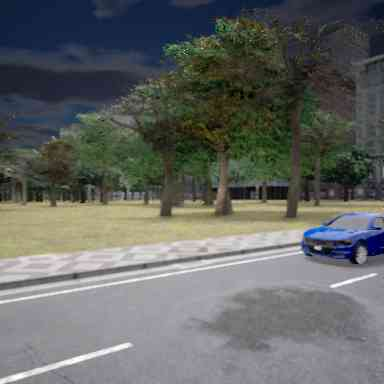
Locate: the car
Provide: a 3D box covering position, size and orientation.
[{"bbox_3d":[6.008,1.498,11.964,5.008,1.535,1.882,0,0,-36],"label":"car"}]
